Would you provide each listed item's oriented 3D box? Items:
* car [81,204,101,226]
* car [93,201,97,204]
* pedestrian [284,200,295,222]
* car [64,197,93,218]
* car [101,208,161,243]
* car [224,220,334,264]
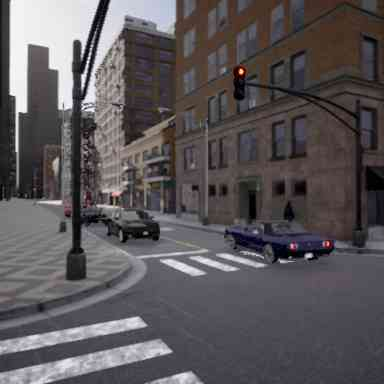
[{"bbox_3d":[-7.730,1.874,26.368,1.895,1.301,4.718,0,-1,-27],"label":"car"},{"bbox_3d":[-14.231,1.967,46.013,2.128,1.511,4.902,0,-1,-26],"label":"car"},{"bbox_3d":[4.603,1.285,15.942,0.375,1.860,0.375,0,-1,-27],"label":"pedestrian"},{"bbox_3d":[-12.506,1.599,35.737,2.150,2.045,5.566,0,-1,-27],"label":"car"},{"bbox_3d":[-3.224,1.650,17.544,1.882,1.535,5.008,0,-1,-26],"label":"car"},{"bbox_3d":[2.909,1.709,12.444,1.895,1.301,4.718,0,-1,-19],"label":"car"}]
